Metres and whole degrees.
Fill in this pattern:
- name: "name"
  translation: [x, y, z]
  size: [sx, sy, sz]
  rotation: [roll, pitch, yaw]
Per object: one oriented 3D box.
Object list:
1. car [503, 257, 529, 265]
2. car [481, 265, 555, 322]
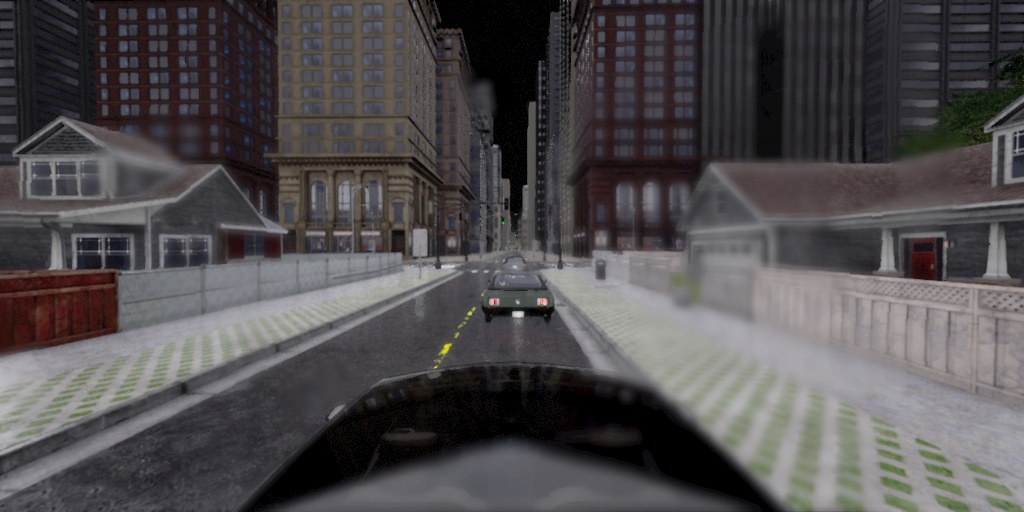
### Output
- name: "car"
  translation: [0.310, 0.733, 26.888]
  size: [1.994, 1.385, 4.181]
  rotation: [0, 1, 1]
- name: "car"
  translation: [0.176, 1.130, 11.227]
  size: [1.895, 1.301, 4.718]
  rotation: [0, 1, 0]
